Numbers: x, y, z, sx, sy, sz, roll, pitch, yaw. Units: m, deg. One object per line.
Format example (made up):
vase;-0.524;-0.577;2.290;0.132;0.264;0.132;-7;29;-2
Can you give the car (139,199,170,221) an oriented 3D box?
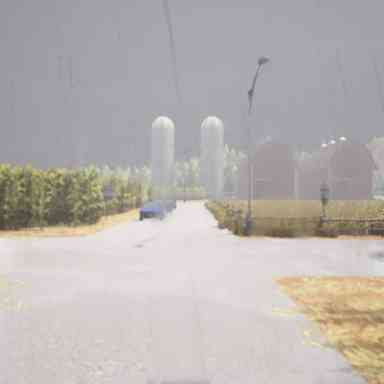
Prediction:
car;-3.183;1.518;27.749;1.882;1.535;5.008;0;0;0

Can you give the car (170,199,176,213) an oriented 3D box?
car;-3.174;1.709;37.827;1.895;1.301;4.718;0;0;0
